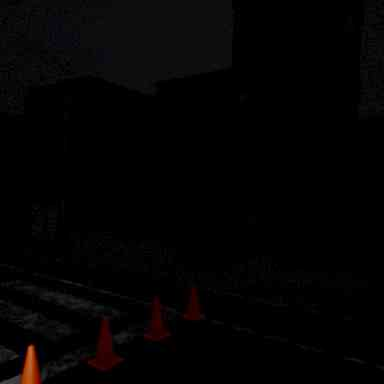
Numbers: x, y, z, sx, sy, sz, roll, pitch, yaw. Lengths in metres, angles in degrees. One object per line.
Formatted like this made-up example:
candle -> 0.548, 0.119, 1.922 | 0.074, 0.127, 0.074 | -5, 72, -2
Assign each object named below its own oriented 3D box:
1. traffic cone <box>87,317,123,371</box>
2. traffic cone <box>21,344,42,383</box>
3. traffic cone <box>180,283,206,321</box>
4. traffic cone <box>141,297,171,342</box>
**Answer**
traffic cone -> -1.146, 1.945, 4.389 | 0.340, 0.580, 0.340 | 0, 0, 36
traffic cone -> -1.729, 1.942, 3.577 | 0.340, 0.580, 0.340 | 0, 0, 36
traffic cone -> 0.019, 1.951, 6.014 | 0.340, 0.580, 0.340 | 0, 0, 36
traffic cone -> -0.564, 1.948, 5.200 | 0.340, 0.580, 0.340 | 0, 0, 35
